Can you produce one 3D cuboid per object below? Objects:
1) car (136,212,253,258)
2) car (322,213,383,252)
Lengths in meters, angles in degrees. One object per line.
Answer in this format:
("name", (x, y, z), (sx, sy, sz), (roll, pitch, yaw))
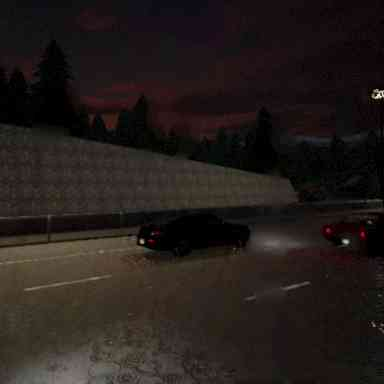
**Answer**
("car", (0.195, 1.459, 12.485), (4.674, 1.442, 1.812), (-1, 0, -36))
("car", (7.367, 1.477, 13.305), (4.718, 1.301, 1.895), (-1, 0, -36))
